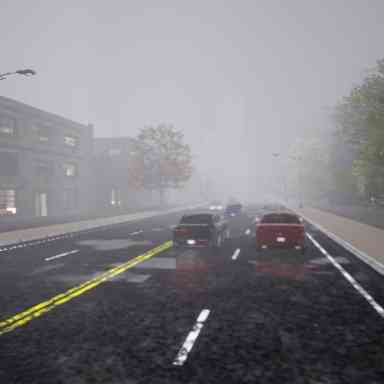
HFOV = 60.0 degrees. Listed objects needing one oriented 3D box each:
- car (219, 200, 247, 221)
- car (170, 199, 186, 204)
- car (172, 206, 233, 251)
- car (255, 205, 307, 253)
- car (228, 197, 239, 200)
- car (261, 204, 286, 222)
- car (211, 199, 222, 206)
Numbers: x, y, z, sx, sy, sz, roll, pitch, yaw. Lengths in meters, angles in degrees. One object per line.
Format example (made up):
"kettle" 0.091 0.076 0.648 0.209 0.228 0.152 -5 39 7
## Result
"car" 3.875 1.702 29.495 1.812 1.442 4.674 -1 0 13
"car" -3.756 2.543 88.920 4.313 1.339 1.947 -1 1 12
"car" 0.512 1.615 14.796 1.837 1.490 4.892 -1 0 13
"car" 3.719 1.541 14.239 1.882 1.535 5.008 -1 0 13
"car" 7.994 1.742 63.912 2.097 1.767 4.553 -1 0 13
"car" 6.980 1.732 28.499 1.895 1.301 4.718 -1 0 13
"car" 4.811 2.033 64.495 1.895 1.301 4.718 -1 0 12
